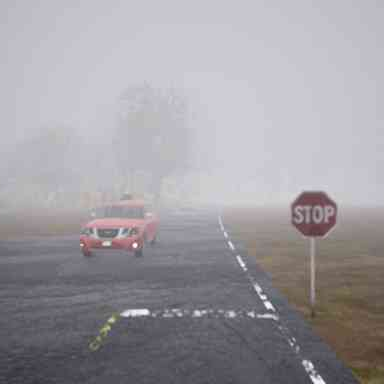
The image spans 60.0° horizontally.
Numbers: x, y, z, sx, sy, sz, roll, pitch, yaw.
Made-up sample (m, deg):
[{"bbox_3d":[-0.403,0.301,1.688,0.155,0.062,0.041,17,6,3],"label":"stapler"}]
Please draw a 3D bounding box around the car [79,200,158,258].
[{"bbox_3d":[-2.748,1.384,13.809,2.150,2.045,5.566,0,-1,2],"label":"car"}]

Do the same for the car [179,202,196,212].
[{"bbox_3d":[-0.591,2.062,46.953,1.994,1.385,4.181,0,-1,5],"label":"car"}]
